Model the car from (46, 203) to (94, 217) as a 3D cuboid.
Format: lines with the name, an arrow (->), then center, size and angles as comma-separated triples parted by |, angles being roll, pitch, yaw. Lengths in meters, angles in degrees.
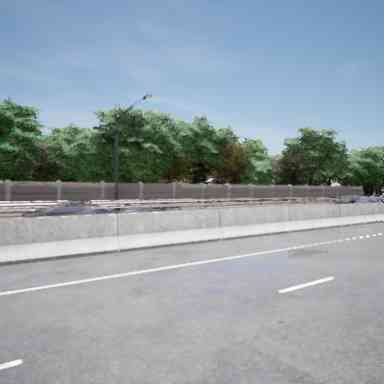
car -> -6.321, 1.584, 20.984 | 4.718, 1.301, 1.895 | 0, 0, -36

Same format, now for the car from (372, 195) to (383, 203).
car -> 27.090, 1.139, 44.920 | 5.566, 2.045, 2.150 | 0, 0, -35

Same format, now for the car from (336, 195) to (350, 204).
car -> 24.418, 1.268, 51.595 | 4.553, 1.767, 2.097 | 0, 0, -35

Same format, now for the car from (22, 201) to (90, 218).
car -> -8.982, 1.532, 23.384 | 5.357, 1.411, 2.033 | 0, 0, -36

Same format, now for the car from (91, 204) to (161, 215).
car -> -3.194, 1.543, 18.918 | 4.181, 1.385, 1.994 | 0, 0, -36

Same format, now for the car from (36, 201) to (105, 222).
car -> -9.827, 1.487, 27.085 | 4.892, 1.490, 1.837 | 0, 0, -36

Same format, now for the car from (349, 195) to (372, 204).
car -> 25.127, 1.443, 47.815 | 4.674, 1.442, 1.812 | 0, 0, -35
